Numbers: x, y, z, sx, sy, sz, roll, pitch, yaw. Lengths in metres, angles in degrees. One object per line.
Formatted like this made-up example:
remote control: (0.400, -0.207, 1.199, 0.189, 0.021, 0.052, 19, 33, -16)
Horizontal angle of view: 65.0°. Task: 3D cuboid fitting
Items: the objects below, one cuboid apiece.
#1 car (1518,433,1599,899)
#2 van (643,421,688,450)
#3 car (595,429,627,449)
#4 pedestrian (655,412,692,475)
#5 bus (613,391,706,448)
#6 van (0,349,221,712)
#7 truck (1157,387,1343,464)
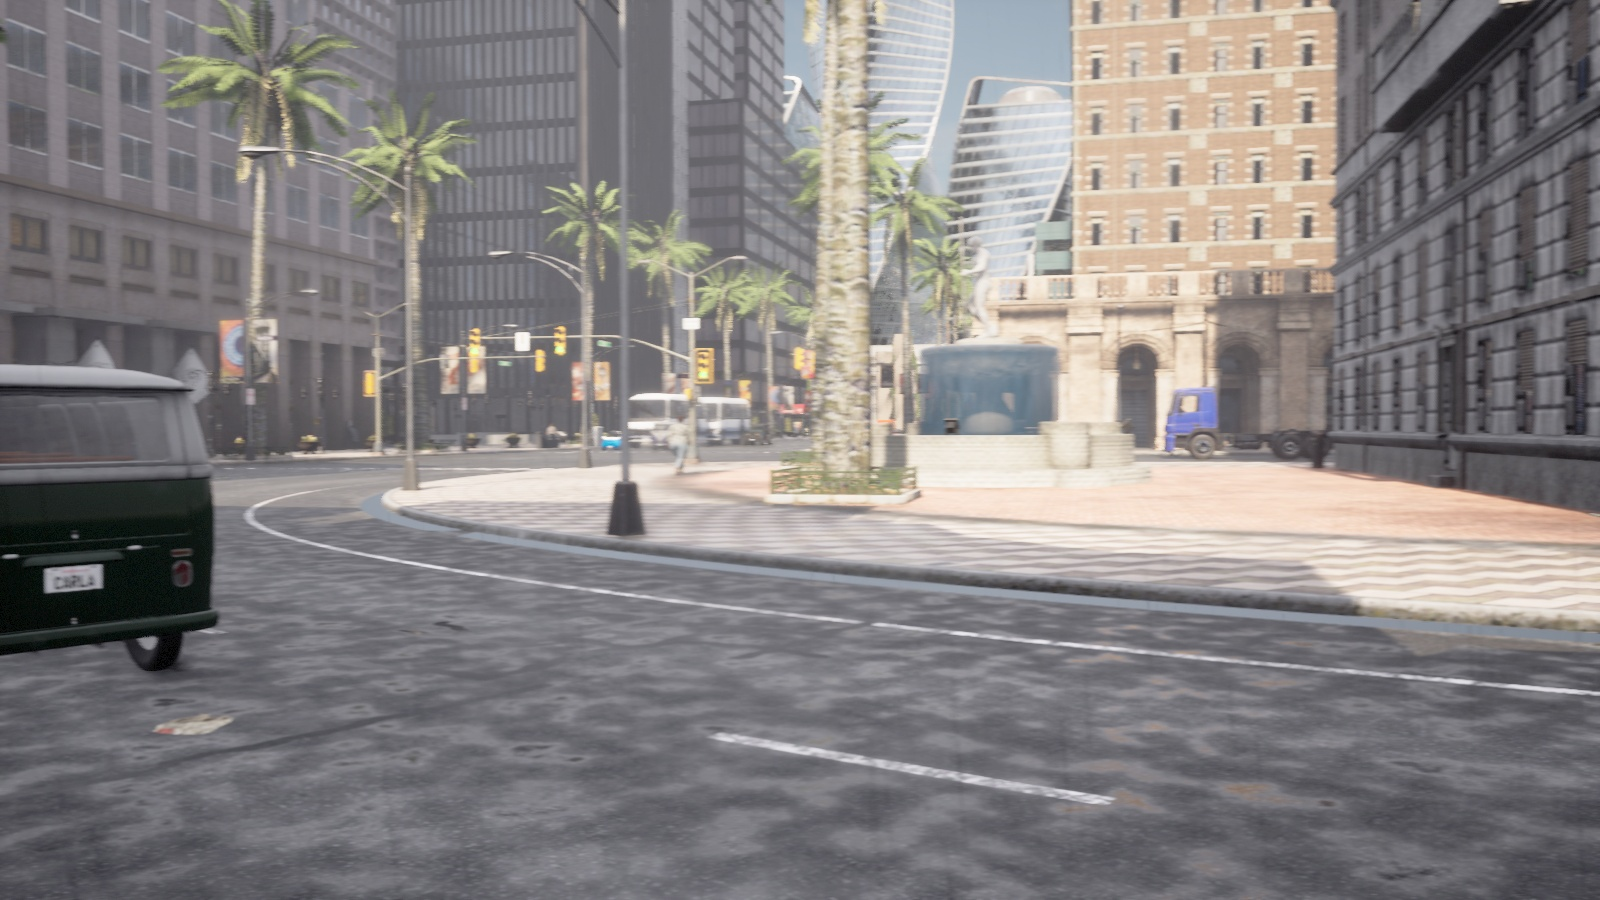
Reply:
car: (3.745, 0.750, 1.855, 4.514, 1.525, 2.007, 1, 1, 26)
van: (-9.486, -1.054, 88.862, 1.775, 1.987, 4.442, 0, 1, 13)
car: (-13.266, -0.749, 88.059, 1.481, 1.376, 2.207, 0, 1, 13)
pedestrian: (-3.782, -0.209, 37.672, 0.874, 1.855, 0.900, 0, 1, 12)
bus: (-10.836, -2.358, 98.300, 3.944, 4.253, 10.273, 0, 1, 13)
van: (-5.849, 0.406, 8.564, 4.442, 1.987, 1.775, 1, 1, 41)
truck: (21.030, -1.160, 59.151, 7.936, 3.462, 2.891, 0, 1, 14)
